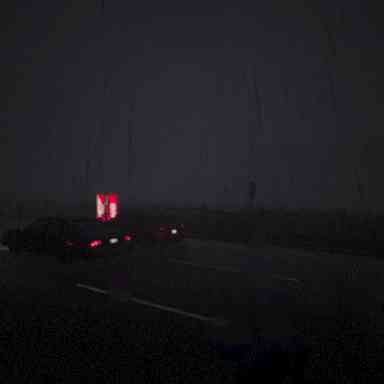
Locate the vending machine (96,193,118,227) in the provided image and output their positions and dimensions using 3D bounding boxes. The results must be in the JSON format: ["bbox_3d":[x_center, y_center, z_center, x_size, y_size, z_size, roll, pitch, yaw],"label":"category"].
[{"bbox_3d":[-5.437,1.114,21.312,0.880,2.100,1.100,0,0,35],"label":"vending machine"}]

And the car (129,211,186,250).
[{"bbox_3d":[-2.324,1.514,14.224,4.181,1.385,1.994,0,0,35],"label":"car"}]

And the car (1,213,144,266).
[{"bbox_3d":[-4.380,1.498,11.399,5.357,1.411,2.033,0,0,35],"label":"car"}]
